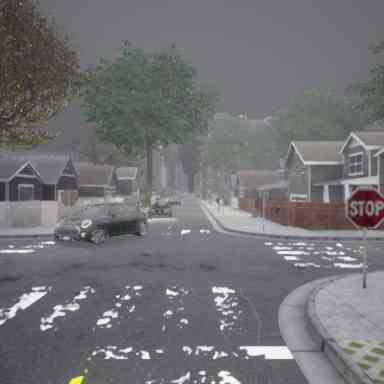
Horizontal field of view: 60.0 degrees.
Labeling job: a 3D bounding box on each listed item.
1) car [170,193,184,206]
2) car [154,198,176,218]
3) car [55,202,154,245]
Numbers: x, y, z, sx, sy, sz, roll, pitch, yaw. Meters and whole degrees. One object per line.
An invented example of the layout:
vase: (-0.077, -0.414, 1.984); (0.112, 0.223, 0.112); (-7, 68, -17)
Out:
car: (-2.754, 1.424, 53.395); (1.882, 1.535, 5.008); (0, 0, 0)
car: (-2.752, 1.555, 30.241); (1.994, 1.385, 4.181); (0, 0, 0)
car: (-4.097, 1.329, 15.630); (2.097, 1.767, 4.553); (-1, -1, 29)
